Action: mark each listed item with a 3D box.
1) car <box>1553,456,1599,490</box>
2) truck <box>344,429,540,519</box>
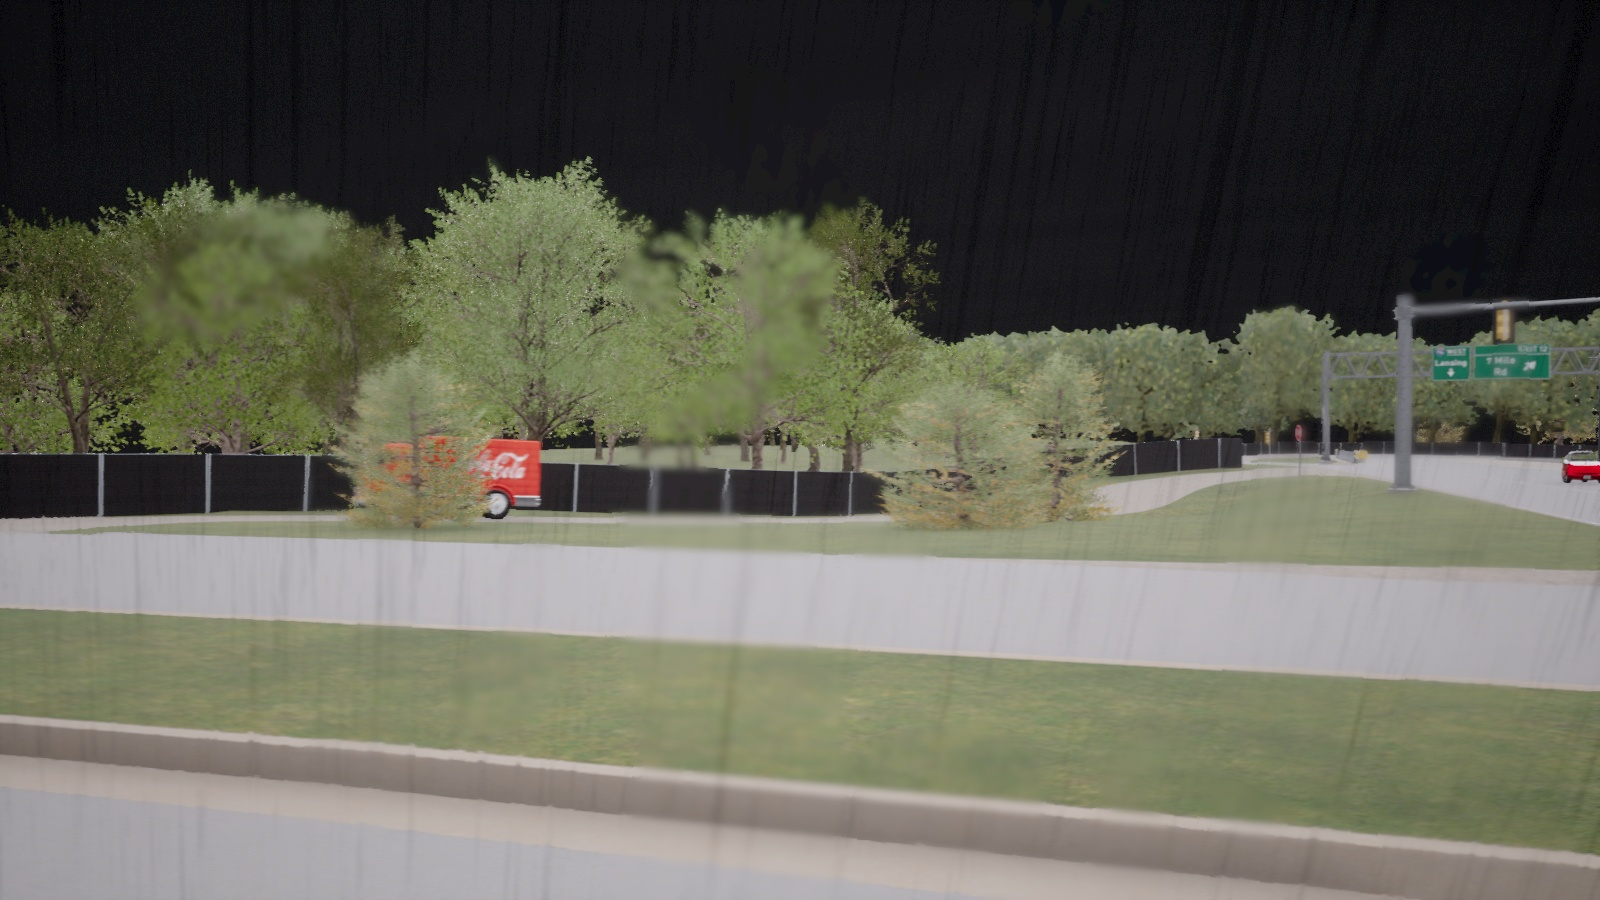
[{"bbox_3d":[33.283,0.973,53.609,1.481,1.376,2.207,0,0,19],"label":"car"},{"bbox_3d":[-10.871,0.763,38.173,5.204,2.467,2.627,3,-2,-28],"label":"truck"}]
